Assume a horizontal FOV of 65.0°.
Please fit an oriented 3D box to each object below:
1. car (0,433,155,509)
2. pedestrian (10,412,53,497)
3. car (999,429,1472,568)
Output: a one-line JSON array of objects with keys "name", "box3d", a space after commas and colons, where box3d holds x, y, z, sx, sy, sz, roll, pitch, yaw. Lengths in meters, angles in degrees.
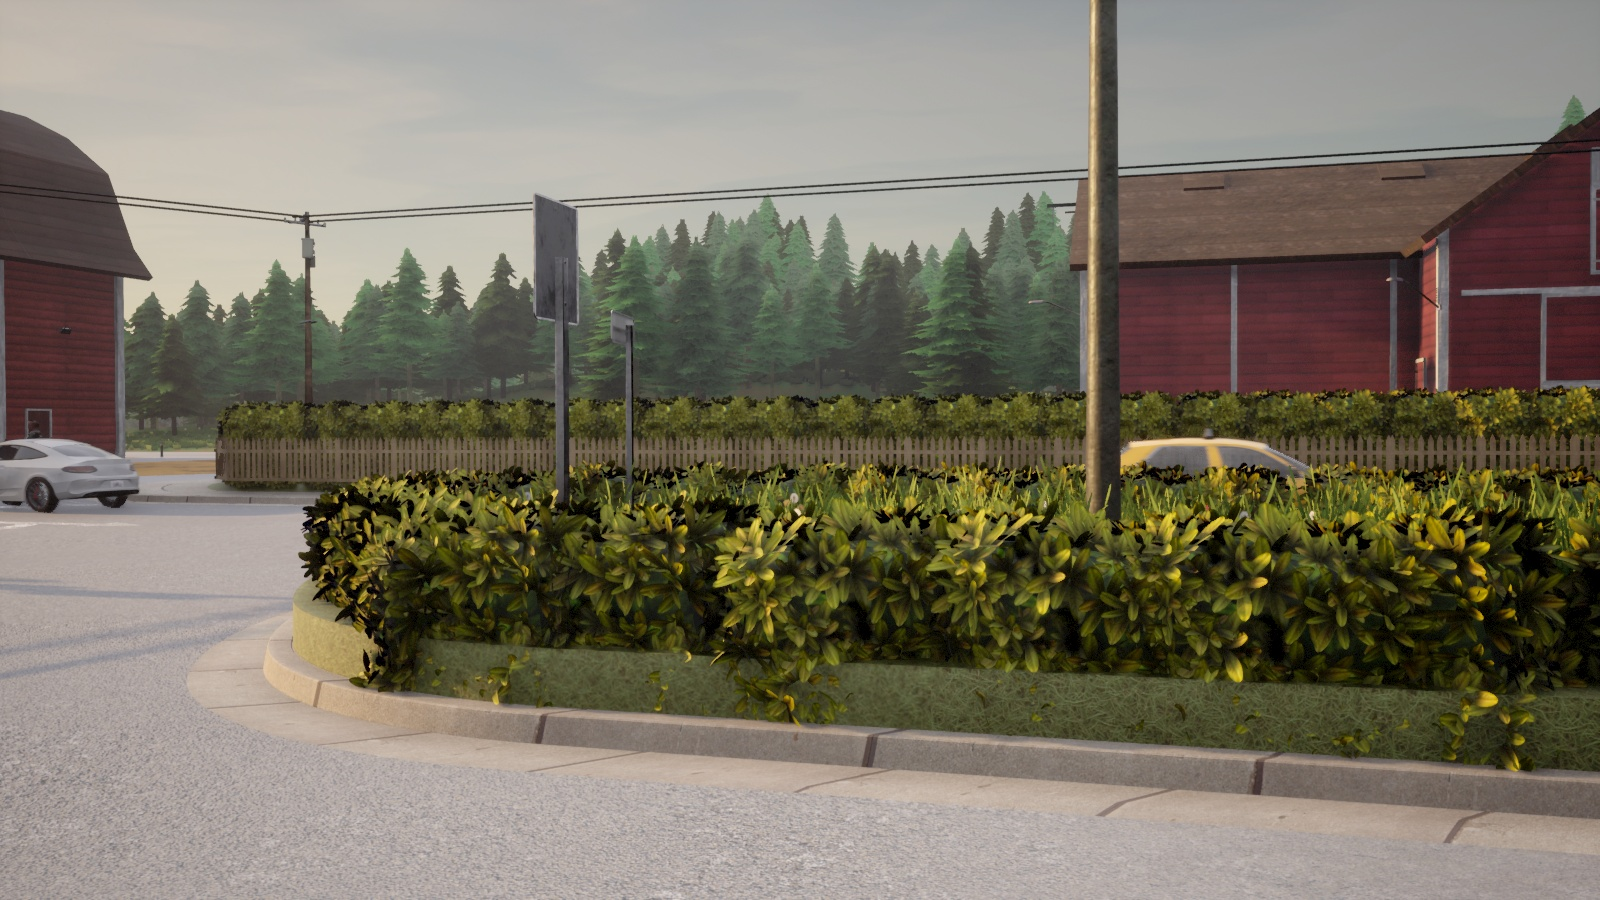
[{"name": "car", "box3d": [-15.789, 0.379, 25.794, 4.674, 1.442, 1.812, 1, 1, 20]}, {"name": "pedestrian", "box3d": [-16.986, 0.101, 27.768, 0.720, 1.854, 0.376, 0, 1, -16]}, {"name": "car", "box3d": [5.336, 0.530, 15.959, 5.366, 1.575, 1.801, 0, 1, 16]}]
